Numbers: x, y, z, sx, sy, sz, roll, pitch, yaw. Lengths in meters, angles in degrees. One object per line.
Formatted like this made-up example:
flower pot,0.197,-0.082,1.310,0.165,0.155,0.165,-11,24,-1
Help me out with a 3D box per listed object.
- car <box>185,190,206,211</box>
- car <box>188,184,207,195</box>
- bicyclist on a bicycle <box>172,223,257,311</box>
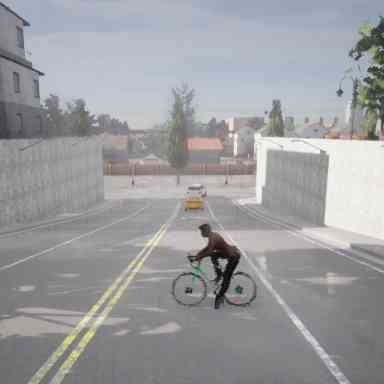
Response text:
car,0.235,1.034,35.467,1.882,1.535,5.008,0,4,0
car,0.649,-0.099,46.571,2.150,2.045,5.566,1,7,9
bicyclist on a bicycle,0.427,1.431,6.414,1.656,1.620,0.582,-1,1,1
